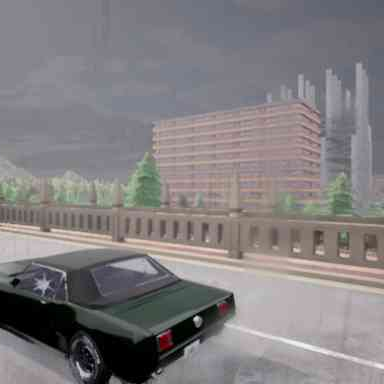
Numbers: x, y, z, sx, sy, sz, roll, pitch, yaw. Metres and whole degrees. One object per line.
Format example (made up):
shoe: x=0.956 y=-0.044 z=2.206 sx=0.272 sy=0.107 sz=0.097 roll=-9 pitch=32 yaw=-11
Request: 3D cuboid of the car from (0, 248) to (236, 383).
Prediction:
car: x=-1.802 y=1.585 z=5.284 sx=4.718 sy=1.301 sz=1.895 roll=0 pitch=0 yaw=35
